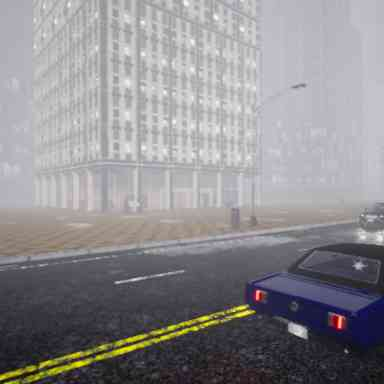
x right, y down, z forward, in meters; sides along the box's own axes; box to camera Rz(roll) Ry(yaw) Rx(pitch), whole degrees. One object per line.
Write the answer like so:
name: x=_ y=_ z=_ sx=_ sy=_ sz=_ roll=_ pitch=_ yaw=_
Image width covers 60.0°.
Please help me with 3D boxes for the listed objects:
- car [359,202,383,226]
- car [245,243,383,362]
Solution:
car: x=12.726 y=1.435 z=21.766 sx=4.902 sy=1.511 sz=2.128 roll=0 pitch=0 yaw=-39
car: x=3.221 y=1.587 z=5.840 sx=4.718 sy=1.301 sz=1.895 roll=0 pitch=0 yaw=-37
